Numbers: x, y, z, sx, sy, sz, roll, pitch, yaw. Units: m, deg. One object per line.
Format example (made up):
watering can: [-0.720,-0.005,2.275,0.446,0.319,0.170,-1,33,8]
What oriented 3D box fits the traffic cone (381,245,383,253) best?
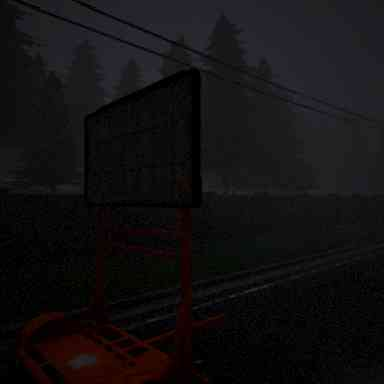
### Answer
traffic cone: [8.106,2.235,13.916,0.340,0.580,0.340,1,-2,-42]

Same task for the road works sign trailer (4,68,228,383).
road works sign trailer: [-0.553,0.578,4.128,2.880,3.560,2.380,1,-2,-42]
